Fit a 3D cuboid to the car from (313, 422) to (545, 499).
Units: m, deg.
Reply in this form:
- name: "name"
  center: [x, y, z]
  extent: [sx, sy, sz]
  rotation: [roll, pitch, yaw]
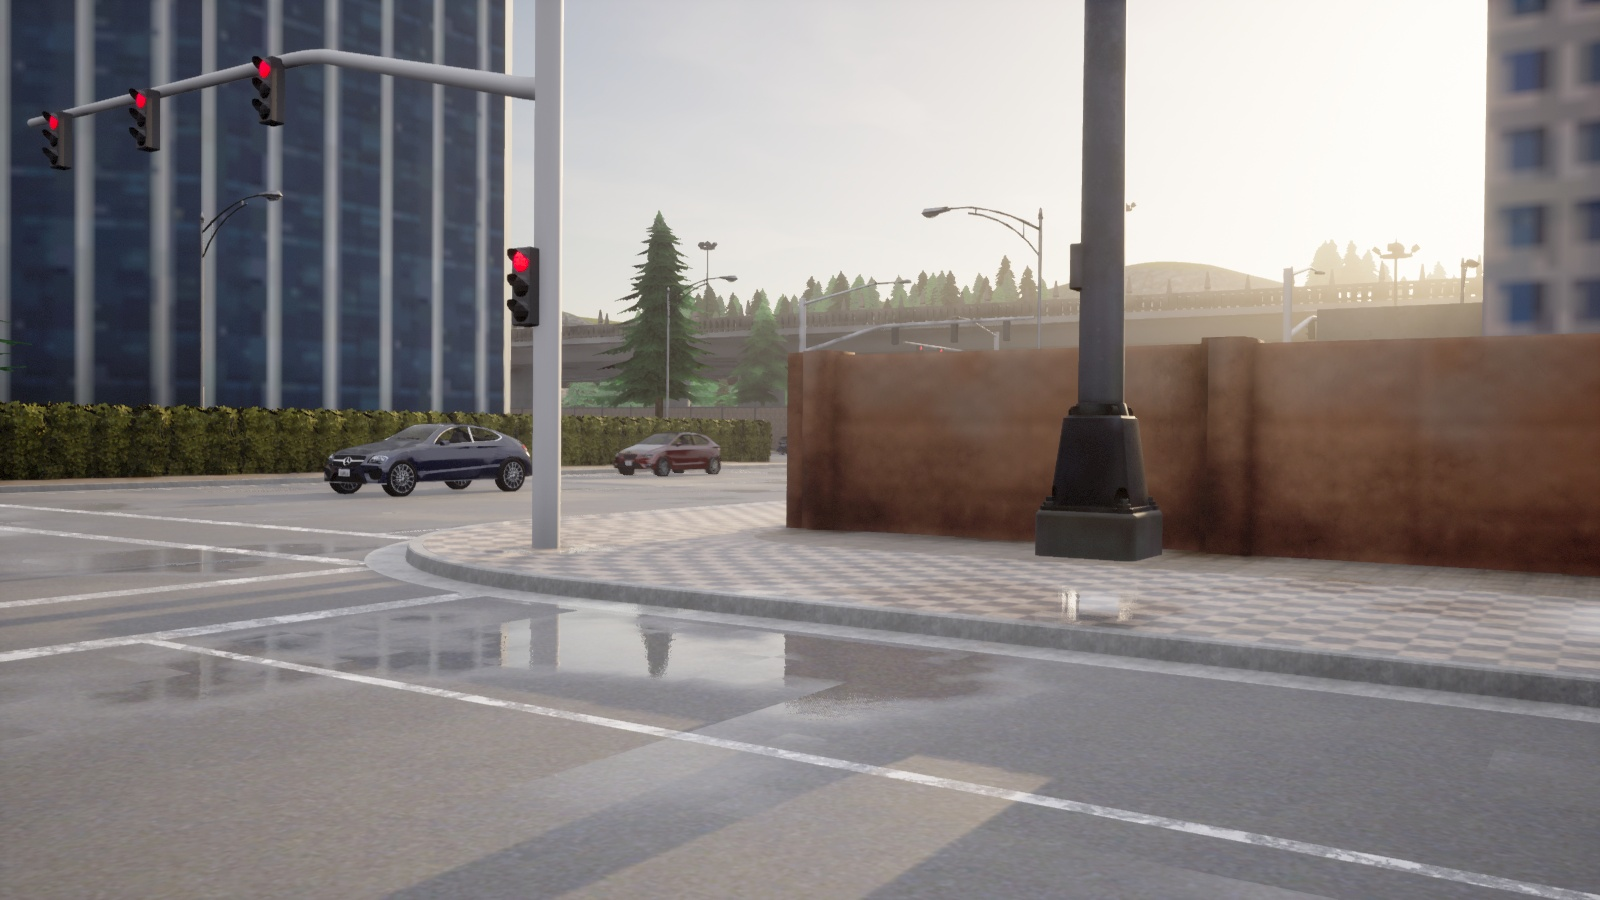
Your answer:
- name: "car"
  center: [-8.596, 0.184, 29.564]
  extent: [2.152, 1.651, 5.027]
  rotation: [0, 1, 33]

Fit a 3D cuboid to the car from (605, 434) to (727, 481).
- name: "car"
  center: [-4.449, 0.207, 42.324]
  extent: [1.816, 1.474, 4.193]
  rotation: [0, 1, 33]
